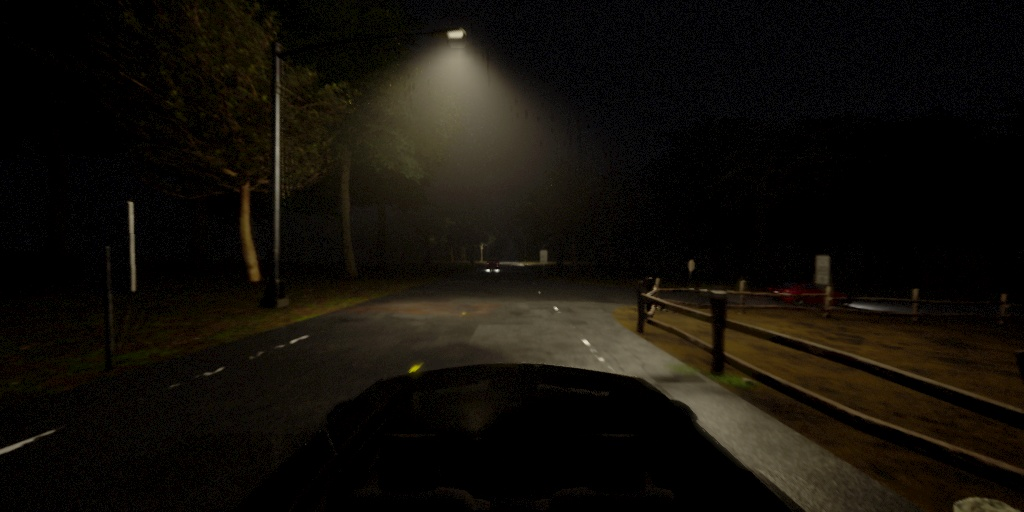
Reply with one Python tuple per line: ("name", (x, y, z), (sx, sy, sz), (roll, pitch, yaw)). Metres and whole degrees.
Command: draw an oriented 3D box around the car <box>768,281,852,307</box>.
("car", (18.351, 2.282, 22.177), (4.181, 1.385, 1.994), (2, 2, 0))
